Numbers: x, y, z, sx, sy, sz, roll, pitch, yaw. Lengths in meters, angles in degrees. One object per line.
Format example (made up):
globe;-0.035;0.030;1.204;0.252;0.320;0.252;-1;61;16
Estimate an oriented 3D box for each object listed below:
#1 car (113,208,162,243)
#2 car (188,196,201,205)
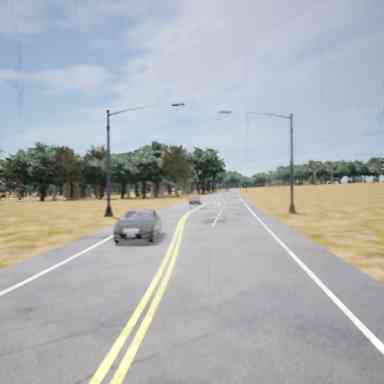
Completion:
car;-2.580;1.570;16.555;2.128;1.511;4.902;0;0;0
car;0.473;1.443;58.432;1.812;1.442;4.674;0;0;8
